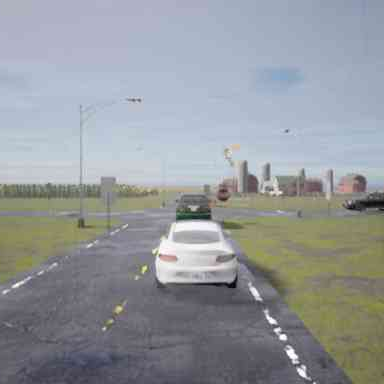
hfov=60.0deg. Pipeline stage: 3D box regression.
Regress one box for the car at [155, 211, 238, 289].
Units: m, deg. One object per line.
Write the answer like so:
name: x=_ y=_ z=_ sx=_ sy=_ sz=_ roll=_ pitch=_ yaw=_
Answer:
car: x=0.097 y=1.470 z=8.873 sx=1.812 sy=1.442 sz=4.674 roll=0 pitch=0 yaw=0

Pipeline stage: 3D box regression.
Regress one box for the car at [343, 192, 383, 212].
car: x=18.572 y=0.982 z=34.190 sx=5.566 sy=2.045 sz=2.150 roll=0 pitch=1 yaw=-2

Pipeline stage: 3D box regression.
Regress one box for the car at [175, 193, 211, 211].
car: x=0.097 y=1.088 z=21.777 sx=2.150 sy=2.045 sz=5.566 roll=0 pitch=0 yaw=0
